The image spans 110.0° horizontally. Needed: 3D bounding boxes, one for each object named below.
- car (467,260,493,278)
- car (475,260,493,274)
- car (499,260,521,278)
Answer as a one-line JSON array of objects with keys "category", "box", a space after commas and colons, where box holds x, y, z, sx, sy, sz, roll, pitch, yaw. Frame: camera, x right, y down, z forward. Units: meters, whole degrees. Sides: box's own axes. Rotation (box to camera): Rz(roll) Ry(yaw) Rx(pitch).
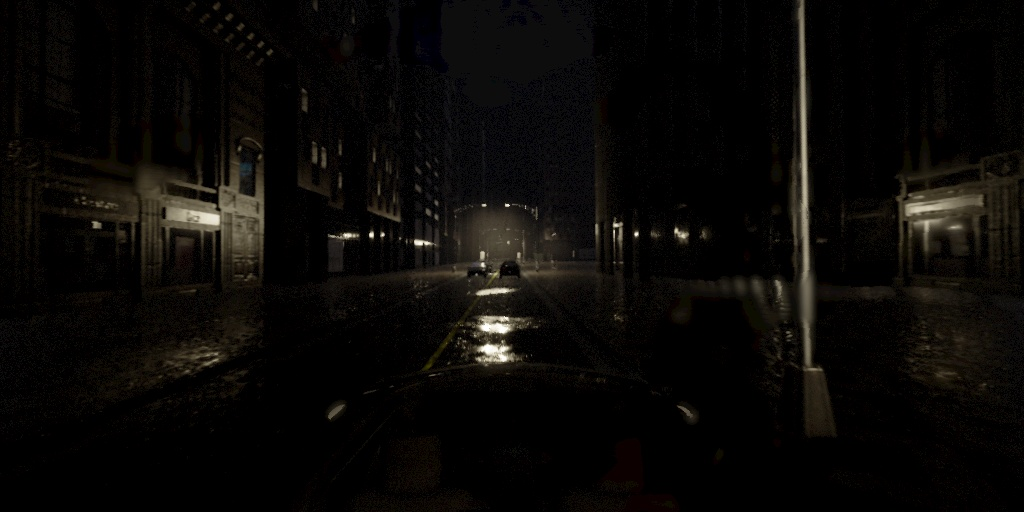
[{"category": "car", "box": [-3.272, 1.328, 35.466, 2.033, 1.411, 5.357, 0, 0, 0]}, {"category": "car", "box": [-3.347, 1.298, 44.266, 1.882, 1.535, 5.008, 0, 0, 0]}, {"category": "car", "box": [-0.203, 1.241, 34.172, 1.882, 1.535, 5.008, 0, 0, 0]}]
